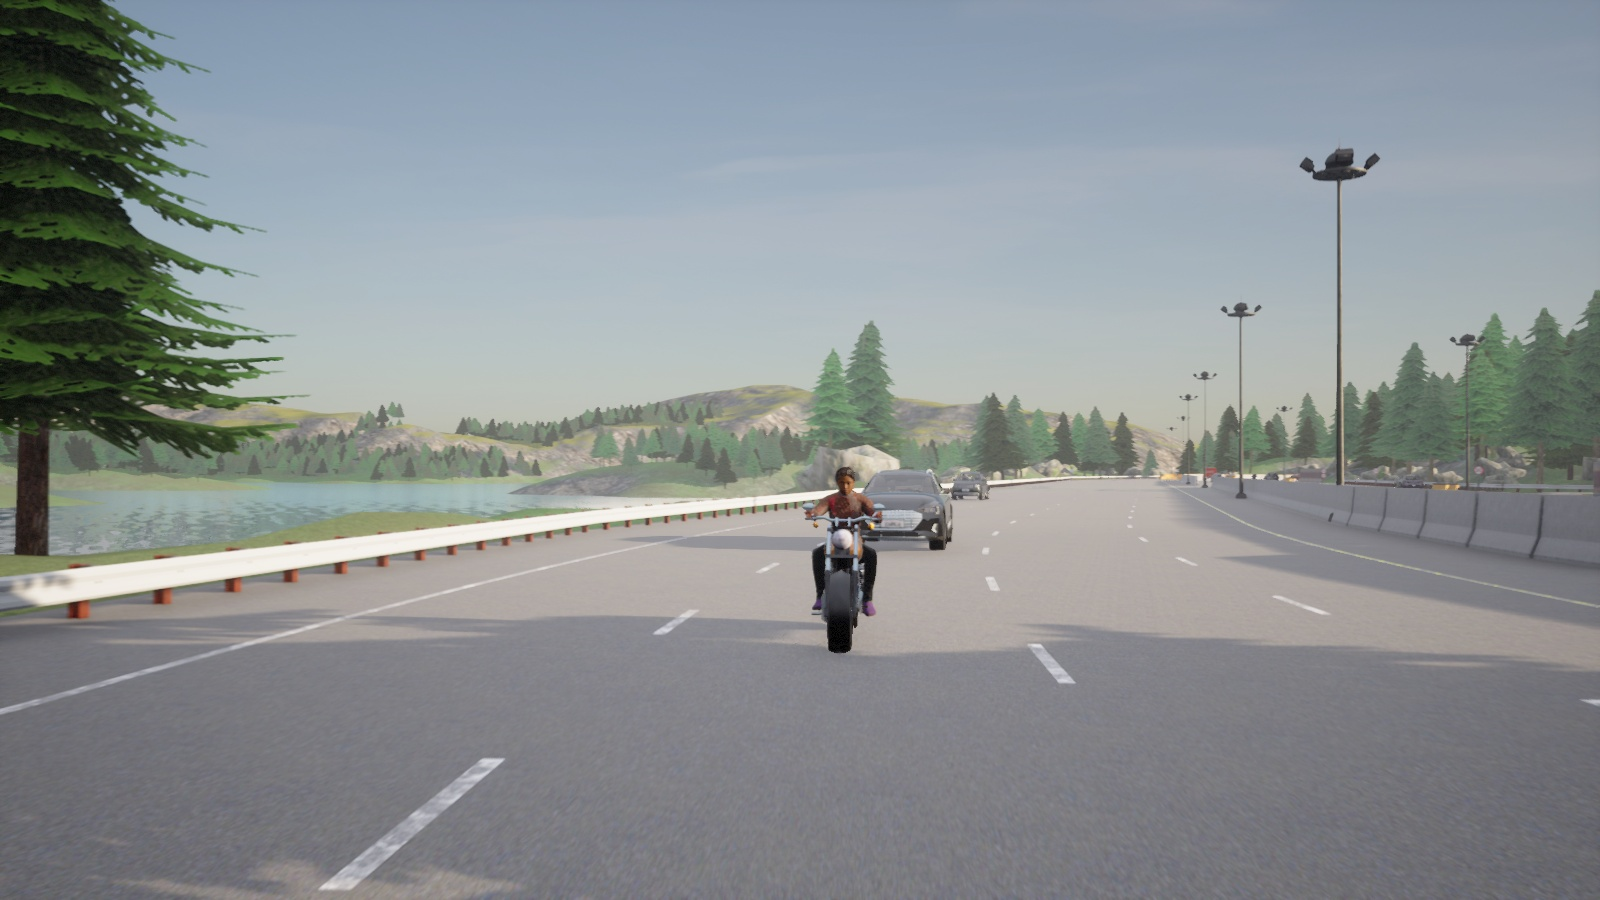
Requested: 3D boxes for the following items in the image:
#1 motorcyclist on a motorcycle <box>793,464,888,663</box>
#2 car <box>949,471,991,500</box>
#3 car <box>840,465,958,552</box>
[{"bbox_3d":[0.421,0.959,11.643,0.766,1.649,2.350,0,-1,5],"label":"motorcyclist on a motorcycle"},{"bbox_3d":[9.360,1.912,68.825,1.789,1.549,3.705,0,-1,15],"label":"car"},{"bbox_3d":[2.191,1.181,26.373,2.033,1.649,4.856,0,-2,10],"label":"car"}]
